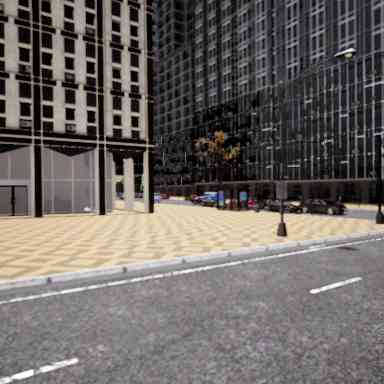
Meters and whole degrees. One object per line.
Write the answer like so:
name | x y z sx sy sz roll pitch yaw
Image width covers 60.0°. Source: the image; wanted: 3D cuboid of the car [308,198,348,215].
car | 13.027 1.407 33.251 1.837 1.490 4.892 -1 1 -34

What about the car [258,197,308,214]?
car | 9.168 1.481 34.082 1.947 1.339 4.313 0 1 -34

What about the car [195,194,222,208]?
car | 2.801 1.377 43.501 1.947 1.339 4.313 0 1 -34

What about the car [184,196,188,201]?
car | 0.113 1.119 62.330 1.802 1.307 4.206 0 1 -34

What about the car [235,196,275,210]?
car | 7.700 1.323 41.020 1.837 1.490 4.892 -1 1 -34

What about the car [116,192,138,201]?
car | -13.228 1.099 66.965 2.008 1.369 4.403 0 1 -34

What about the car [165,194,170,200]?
car | -6.317 1.013 71.705 1.802 1.307 4.206 0 1 -34

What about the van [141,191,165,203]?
van | -6.798 0.996 57.589 1.690 1.788 3.998 0 1 -34

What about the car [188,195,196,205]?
car | 1.885 1.326 49.513 1.895 1.301 4.718 -1 1 -34

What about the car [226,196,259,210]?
car | 5.967 1.445 38.782 1.802 1.307 4.206 0 1 -34

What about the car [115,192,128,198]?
car | -19.175 0.767 90.452 2.008 1.369 4.403 0 1 -34

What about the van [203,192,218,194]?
van | 3.327 0.931 57.640 1.690 1.788 3.998 0 1 -34

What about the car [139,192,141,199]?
car | -9.531 0.692 76.388 2.192 1.841 5.009 0 1 -34
